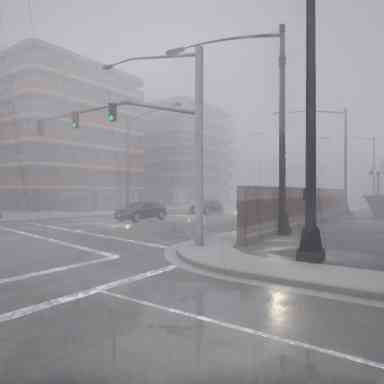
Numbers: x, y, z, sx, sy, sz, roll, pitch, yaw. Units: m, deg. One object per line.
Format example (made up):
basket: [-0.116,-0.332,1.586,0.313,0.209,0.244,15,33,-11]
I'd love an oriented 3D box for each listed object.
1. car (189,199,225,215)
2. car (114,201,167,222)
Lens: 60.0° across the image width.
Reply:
car: [1.626,1.505,34.455,1.837,1.490,4.892,0,0,35]
car: [-3.966,1.505,26.333,1.837,1.490,4.892,0,0,35]
